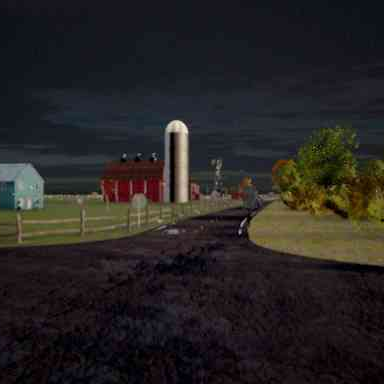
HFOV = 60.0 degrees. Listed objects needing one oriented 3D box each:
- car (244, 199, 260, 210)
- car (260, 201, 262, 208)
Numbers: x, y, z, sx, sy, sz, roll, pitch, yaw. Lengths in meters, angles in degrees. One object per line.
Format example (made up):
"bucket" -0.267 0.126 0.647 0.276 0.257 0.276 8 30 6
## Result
"car" 9.657 2.150 54.430 1.837 1.490 4.892 0 -1 15
"car" 12.327 2.131 64.475 2.097 1.767 4.553 0 -1 15
